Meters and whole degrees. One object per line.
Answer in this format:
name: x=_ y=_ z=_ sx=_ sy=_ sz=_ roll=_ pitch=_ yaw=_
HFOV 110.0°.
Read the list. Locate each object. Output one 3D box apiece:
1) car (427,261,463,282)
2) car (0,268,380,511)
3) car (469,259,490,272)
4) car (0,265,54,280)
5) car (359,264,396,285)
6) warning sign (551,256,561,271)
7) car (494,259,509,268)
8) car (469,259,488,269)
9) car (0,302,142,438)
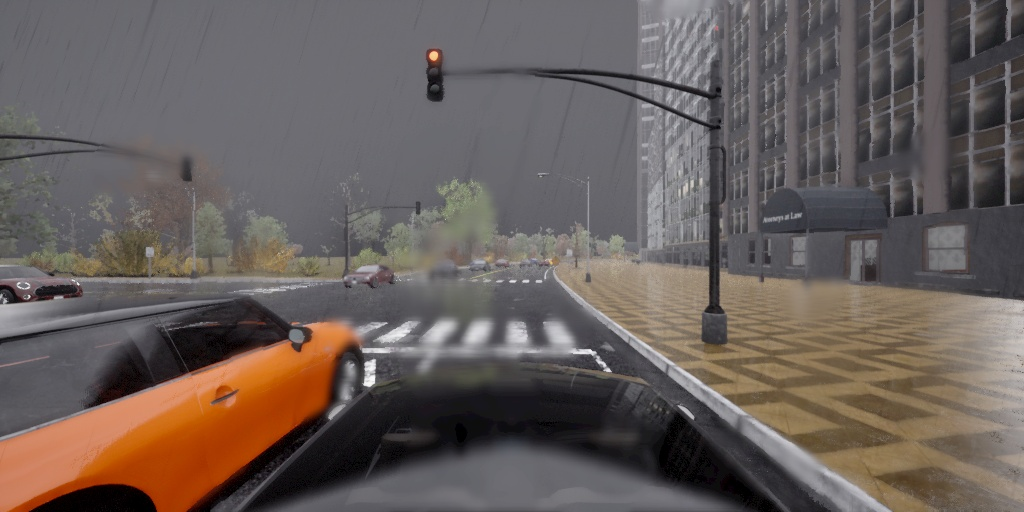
car: x=-5.451 y=1.348 z=29.582 sx=1.895 sy=1.301 sz=4.718 roll=0 pitch=0 yaw=5
car: x=-3.103 y=1.102 z=3.187 sx=2.097 sy=1.767 sz=4.553 roll=0 pitch=0 yaw=0
car: x=-3.895 y=1.274 z=45.110 sx=1.812 sy=1.442 sz=4.674 roll=0 pitch=0 yaw=7
car: x=-20.969 y=1.159 z=14.958 sx=4.553 sy=1.767 sz=2.097 roll=0 pitch=0 yaw=4
car: x=-9.128 y=1.272 z=23.395 sx=1.812 sy=1.442 sz=4.674 roll=0 pitch=0 yaw=4
warning sign: x=5.451 y=0.868 z=44.118 sx=1.300 sy=1.860 sz=1.060 roll=0 pitch=0 yaw=7
car: x=-1.704 y=1.230 z=60.513 sx=1.882 sy=1.535 sz=5.008 roll=0 pitch=0 yaw=10
car: x=-5.381 y=1.227 z=58.058 sx=1.882 sy=1.535 sz=5.008 roll=0 pitch=0 yaw=9
car: x=-6.570 y=1.350 z=3.076 sx=1.895 sy=1.301 sz=4.718 roll=0 pitch=0 yaw=0
